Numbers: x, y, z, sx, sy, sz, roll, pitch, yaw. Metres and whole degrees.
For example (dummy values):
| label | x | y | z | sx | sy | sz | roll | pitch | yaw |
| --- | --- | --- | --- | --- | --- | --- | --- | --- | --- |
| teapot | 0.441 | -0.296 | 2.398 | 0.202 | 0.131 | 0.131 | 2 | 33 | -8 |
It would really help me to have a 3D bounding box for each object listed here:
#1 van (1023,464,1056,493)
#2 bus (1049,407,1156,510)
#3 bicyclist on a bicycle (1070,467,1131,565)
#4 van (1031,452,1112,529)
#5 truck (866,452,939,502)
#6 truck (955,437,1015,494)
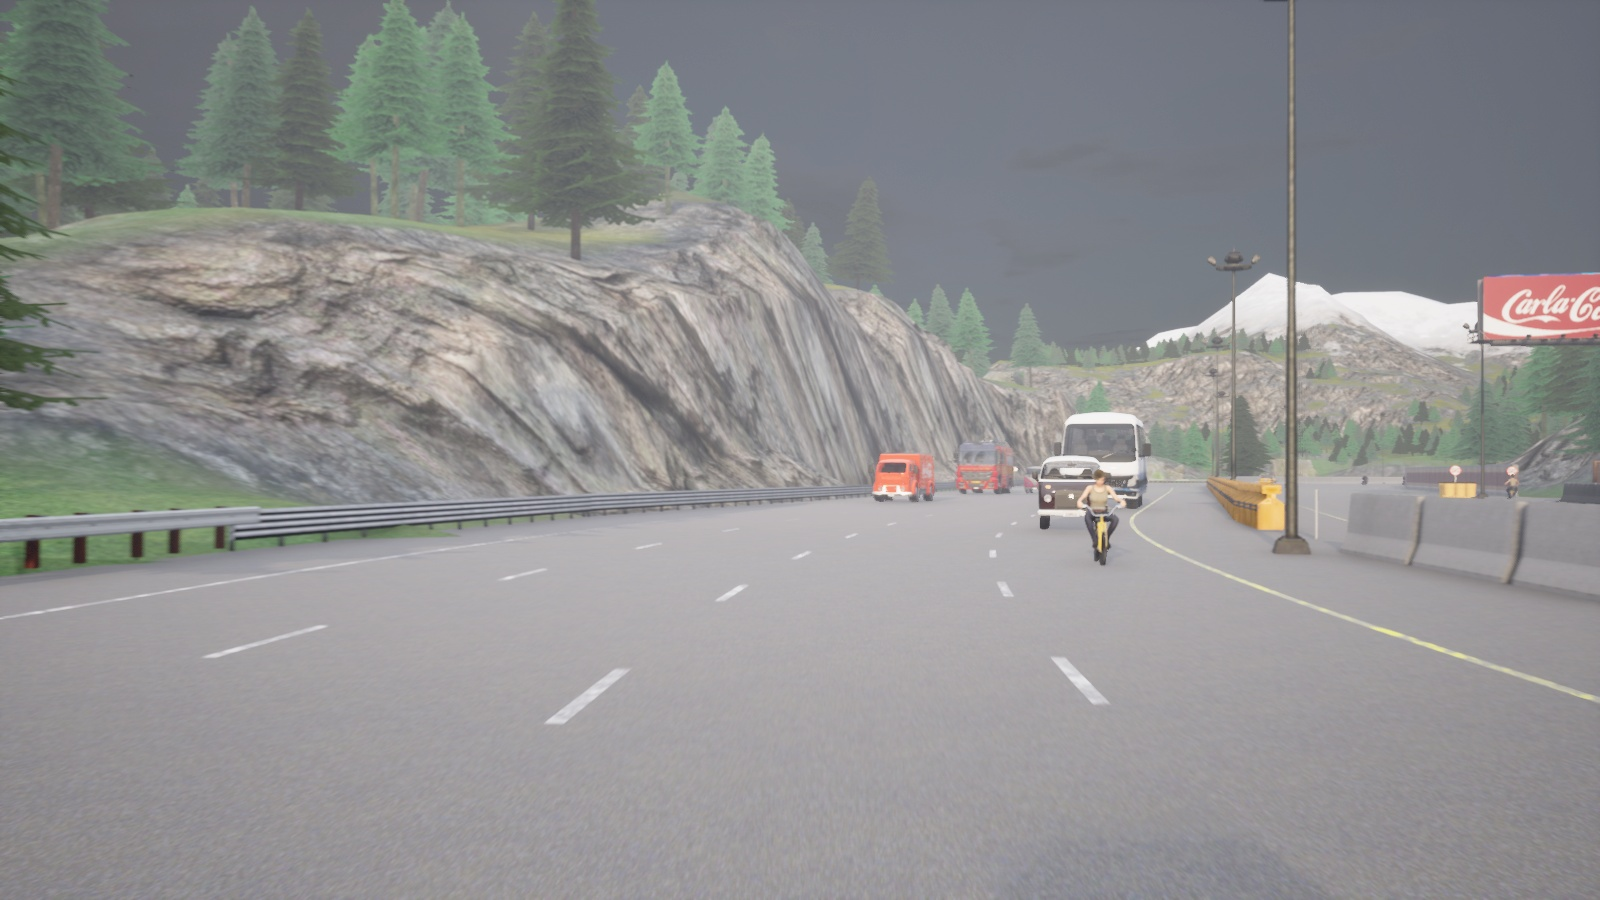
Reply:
| label | x | y | z | sx | sy | sz | roll | pitch | yaw |
| --- | --- | --- | --- | --- | --- | --- | --- | --- | --- |
| van | 17.399 | 2.055 | 91.096 | 1.775 | 1.987 | 4.442 | 0 | -1 | 18 |
| bus | 13.953 | 0.365 | 57.164 | 3.944 | 4.253 | 10.273 | 0 | 0 | 18 |
| bicyclist on a bicycle | 5.121 | 1.100 | 21.477 | 0.866 | 1.612 | 1.509 | 0 | -1 | 8 |
| van | 7.651 | 1.115 | 35.289 | 2.069 | 2.038 | 4.480 | 0 | -1 | 13 |
| truck | 5.332 | 1.397 | 64.671 | 2.627 | 2.467 | 5.204 | 0 | -1 | 18 |
| truck | 13.345 | 1.125 | 89.911 | 2.891 | 3.827 | 8.468 | 0 | -1 | 18 |
